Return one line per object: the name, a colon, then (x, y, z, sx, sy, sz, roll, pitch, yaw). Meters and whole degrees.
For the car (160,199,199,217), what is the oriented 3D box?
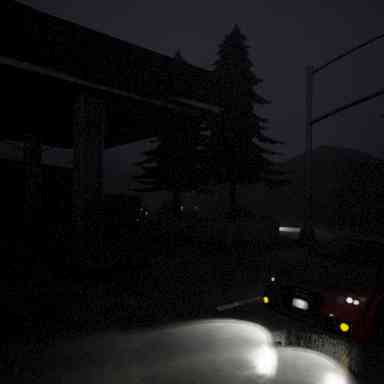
car: (-1.310, 1.537, 32.682, 2.097, 1.767, 4.553, 1, 0, -36)

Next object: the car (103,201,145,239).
car: (-4.506, 1.445, 18.311, 1.905, 1.878, 3.866, 1, 0, -36)

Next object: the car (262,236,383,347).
car: (3.313, 1.595, 6.404, 4.181, 1.385, 1.994, 1, 0, -36)

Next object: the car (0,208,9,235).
car: (-11.637, 1.520, 18.491, 2.242, 1.667, 4.611, 1, 0, -36)

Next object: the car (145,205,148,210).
car: (-7.462, 1.661, 41.344, 2.033, 1.411, 5.357, 1, 0, -35)

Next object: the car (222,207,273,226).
car: (4.111, 1.813, 25.044, 1.994, 1.385, 4.181, 1, 0, -35)
